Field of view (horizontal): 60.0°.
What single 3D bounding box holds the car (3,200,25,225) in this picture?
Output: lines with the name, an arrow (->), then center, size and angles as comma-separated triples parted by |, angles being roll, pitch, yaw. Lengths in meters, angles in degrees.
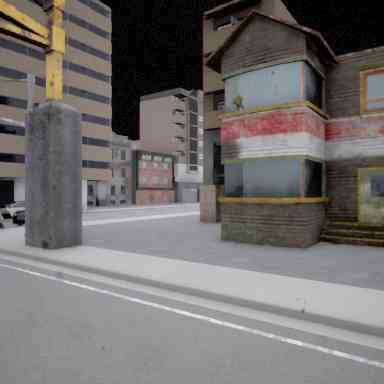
car -> -10.065, 1.397, 22.985 | 2.038, 1.542, 4.974 | 0, 0, 15

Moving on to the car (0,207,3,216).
car -> -13.222, 1.233, 25.685 | 4.536, 1.218, 1.853 | 0, 0, -30
